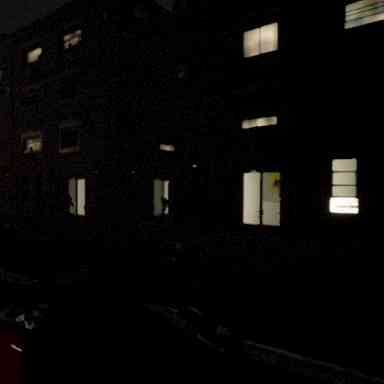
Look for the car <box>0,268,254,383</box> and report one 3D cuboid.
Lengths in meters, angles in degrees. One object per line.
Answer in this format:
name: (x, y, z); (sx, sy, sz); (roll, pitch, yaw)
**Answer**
car: (-1.361, 1.578, 3.839); (4.206, 1.307, 1.802); (0, 1, 35)
